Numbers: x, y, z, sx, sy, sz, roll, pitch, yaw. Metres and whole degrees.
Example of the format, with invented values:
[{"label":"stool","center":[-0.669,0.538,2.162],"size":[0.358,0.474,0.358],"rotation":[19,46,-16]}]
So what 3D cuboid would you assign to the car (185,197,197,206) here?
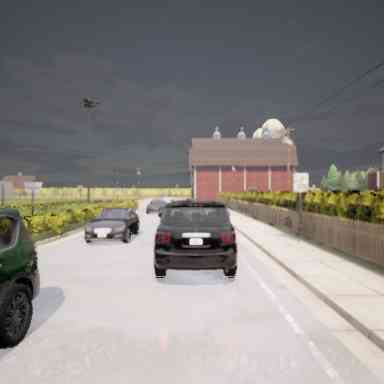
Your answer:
[{"label":"car","center":[-0.076,1.568,56.059],"size":[1.994,1.385,4.181],"rotation":[0,0,1]}]

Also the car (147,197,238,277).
[{"label":"car","center":[0.077,1.226,10.385],"size":[2.150,2.045,5.566],"rotation":[0,0,0]}]

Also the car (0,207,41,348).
[{"label":"car","center":[-3.609,1.224,3.378],"size":[2.150,2.045,5.566],"rotation":[0,0,0]}]

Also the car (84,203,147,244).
[{"label":"car","center":[-3.653,1.493,15.932],"size":[2.128,1.511,4.902],"rotation":[0,0,0]}]

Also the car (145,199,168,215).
[{"label":"car","center":[-3.639,1.511,34.829],"size":[1.837,1.490,4.892],"rotation":[0,0,0]}]

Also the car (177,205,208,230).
[{"label":"car","center":[0.020,1.603,22.066],"size":[1.895,1.301,4.718],"rotation":[0,0,0]}]

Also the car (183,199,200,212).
[{"label":"car","center":[-0.054,1.567,40.448],"size":[1.994,1.385,4.181],"rotation":[0,0,0]}]
